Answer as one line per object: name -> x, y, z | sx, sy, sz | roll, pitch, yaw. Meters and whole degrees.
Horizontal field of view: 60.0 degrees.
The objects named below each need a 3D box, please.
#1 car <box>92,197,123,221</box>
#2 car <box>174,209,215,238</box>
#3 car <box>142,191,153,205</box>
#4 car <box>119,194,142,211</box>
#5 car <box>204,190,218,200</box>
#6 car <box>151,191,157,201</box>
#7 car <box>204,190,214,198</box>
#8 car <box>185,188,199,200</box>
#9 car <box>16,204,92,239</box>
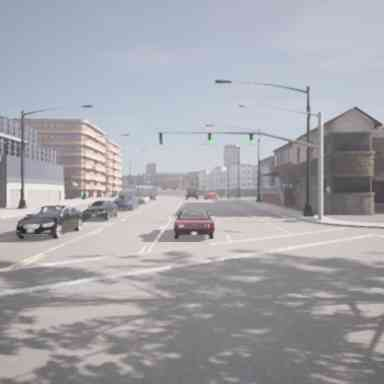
car -> -7.085, 1.385, 26.316 | 1.812, 1.442, 4.674 | 0, 1, 0
car -> 0.103, 1.547, 17.239 | 1.895, 1.301, 4.718 | 0, 1, 0
car -> -6.997, 0.990, 45.729 | 1.895, 1.301, 4.718 | 0, 2, 0
car -> -7.041, 1.027, 35.571 | 2.097, 1.767, 4.553 | 0, 1, 1
car -> 3.504, 0.495, 60.247 | 2.097, 1.767, 4.553 | 0, 0, 0
car -> -6.997, 0.685, 56.037 | 1.837, 1.490, 4.892 | 0, 1, 0
car -> 3.504, 0.472, 70.294 | 1.882, 1.535, 5.008 | 0, -1, 0
car -> 0.004, 0.367, 59.890 | 2.150, 2.045, 5.566 | 0, 0, 0
car -> -7.096, 1.428, 17.062 | 2.128, 1.511, 4.902 | 0, 0, 0
